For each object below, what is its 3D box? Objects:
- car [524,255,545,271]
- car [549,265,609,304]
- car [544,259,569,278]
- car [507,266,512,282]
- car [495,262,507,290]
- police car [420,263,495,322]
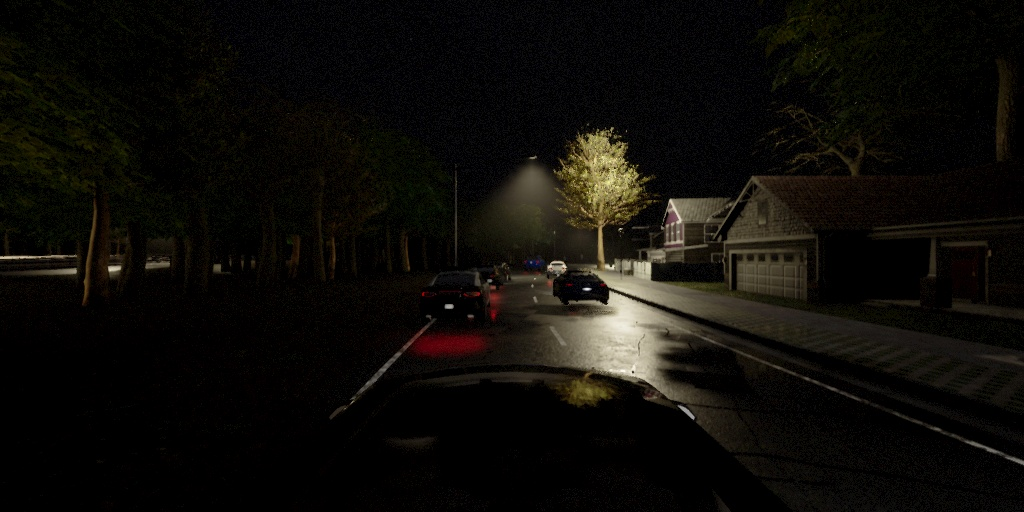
[{"bbox_3d":[3.091,0.938,47.916,2.150,2.045,5.566,0,0,14],"label":"car"},{"bbox_3d":[3.029,1.303,16.380,1.994,1.385,4.181,0,0,0],"label":"car"},{"bbox_3d":[4.284,1.251,33.778,1.812,1.442,4.674,0,0,7],"label":"car"},{"bbox_3d":[-1.117,1.238,28.151,1.837,1.490,4.892,0,0,5],"label":"car"},{"bbox_3d":[-1.543,1.263,22.194,1.812,1.442,4.674,0,0,3],"label":"car"},{"bbox_3d":[-1.743,1.169,12.352,1.930,1.638,5.238,0,0,-1],"label":"police car"}]
